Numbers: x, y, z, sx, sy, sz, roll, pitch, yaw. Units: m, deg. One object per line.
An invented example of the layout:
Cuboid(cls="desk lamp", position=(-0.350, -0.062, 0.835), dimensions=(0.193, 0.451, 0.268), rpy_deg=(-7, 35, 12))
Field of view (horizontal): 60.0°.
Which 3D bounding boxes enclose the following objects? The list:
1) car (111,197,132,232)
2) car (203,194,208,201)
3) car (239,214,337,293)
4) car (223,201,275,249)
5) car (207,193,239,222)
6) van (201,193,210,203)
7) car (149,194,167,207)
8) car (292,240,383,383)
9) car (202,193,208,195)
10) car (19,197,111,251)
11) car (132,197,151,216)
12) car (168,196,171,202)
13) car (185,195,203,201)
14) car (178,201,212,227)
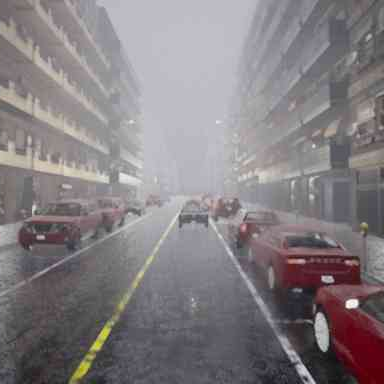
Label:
Cuboid(cls="car", position=(-5.289, 1.244, 19.701), dimensions=(2.192, 1.841, 5.009), rpy_deg=(1, 0, 0))
Cuboid(cls="car", position=(2.555, 1.323, 36.235), dimensions=(1.967, 1.590, 4.097), rpy_deg=(1, 0, 0))
Cuboid(cls="car", position=(2.585, 1.511, 8.579), dimensions=(1.887, 1.381, 4.507), rpy_deg=(1, 0, 0))
Cuboid(cls="car", position=(2.595, 1.388, 14.110), dimensions=(1.967, 1.590, 4.097), rpy_deg=(1, 0, 0))
Cuboid(cls="car", position=(2.557, 1.227, 25.171), dimensions=(2.192, 1.841, 5.009), rpy_deg=(1, 0, 0))
Cuboid(cls="van", position=(2.558, 1.187, 63.892), dimensions=(1.690, 1.788, 3.998), rpy_deg=(1, 0, 0))
Cuboid(cls="car", position=(-5.288, 1.178, 47.353), dimensions=(2.192, 1.841, 5.009), rpy_deg=(1, 0, 0))
Cuboid(cls="car", position=(2.584, 1.532, 3.049), dimensions=(1.887, 1.381, 4.507), rpy_deg=(1, 0, 0))
Cuboid(cls="car", position=(2.559, 1.165, 58.360), dimensions=(2.192, 1.841, 5.009), rpy_deg=(1, 0, 0))
Cuboid(cls="car", position=(-5.290, 1.263, 14.171), dimensions=(2.192, 1.841, 5.009), rpy_deg=(1, 0, 0))
Cuboid(cls="car", position=(-5.295, 1.462, 30.764), dimensions=(1.947, 1.339, 4.313), rpy_deg=(1, 0, 0))
Cuboid(cls="car", position=(-5.293, 1.427, 69.479), dimensions=(1.802, 1.307, 4.206), rpy_deg=(1, 0, 0))
Cuboid(cls="car", position=(0.094, 1.398, 41.182), dimensions=(1.812, 1.442, 4.674), rpy_deg=(0, 0, 0))
Cuboid(cls="car", position=(0.101, 1.521, 22.205), dimensions=(1.895, 1.301, 4.718), rpy_deg=(0, 0, 0))
